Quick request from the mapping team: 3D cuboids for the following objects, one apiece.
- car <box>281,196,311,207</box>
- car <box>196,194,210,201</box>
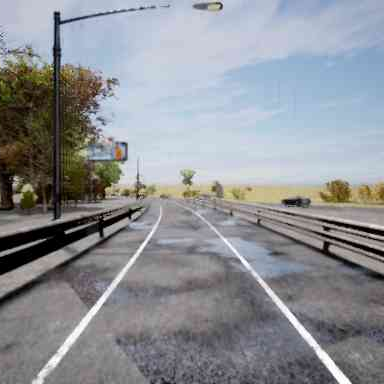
[{"bbox_3d":[14.403,1.308,46.320,2.128,1.511,4.902,0,0,-21],"label":"car"},{"bbox_3d":[2.461,1.277,77.084,2.097,1.767,4.553,0,0,-21],"label":"car"}]
